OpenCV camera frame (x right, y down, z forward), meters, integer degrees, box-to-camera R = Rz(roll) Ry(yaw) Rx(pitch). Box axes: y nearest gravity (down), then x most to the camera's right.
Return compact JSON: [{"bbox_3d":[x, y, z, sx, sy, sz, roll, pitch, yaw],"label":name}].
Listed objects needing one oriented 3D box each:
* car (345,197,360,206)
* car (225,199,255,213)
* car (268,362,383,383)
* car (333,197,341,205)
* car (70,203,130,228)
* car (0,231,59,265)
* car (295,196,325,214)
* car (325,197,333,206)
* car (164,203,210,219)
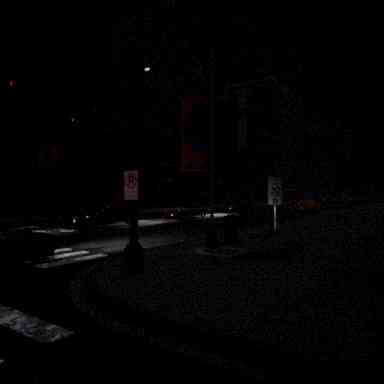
[{"bbox_3d":[29.021,1.628,59.945,1.882,1.535,5.008,0,0,35],"label":"car"},{"bbox_3d":[5.620,1.550,38.424,2.128,1.511,4.902,0,0,35],"label":"car"},{"bbox_3d":[2.209,1.551,1.270,4.403,1.369,2.008,0,0,36],"label":"car"},{"bbox_3d":[26.385,1.672,61.847,1.812,1.442,4.674,0,0,35],"label":"car"},{"bbox_3d":[-5.767,1.512,22.325,2.128,1.511,4.902,0,0,36],"label":"car"},{"bbox_3d":[-6.448,1.611,9.767,1.895,1.301,4.718,0,0,35],"label":"car"},{"bbox_3d":[13.112,1.552,37.436,1.882,1.535,5.008,0,0,35],"label":"car"},{"bbox_3d":[20.646,1.469,53.724,2.097,1.767,4.553,0,0,35],"label":"car"},{"bbox_3d":[-0.408,1.638,29.932,1.895,1.301,4.718,0,0,36],"label":"car"}]
